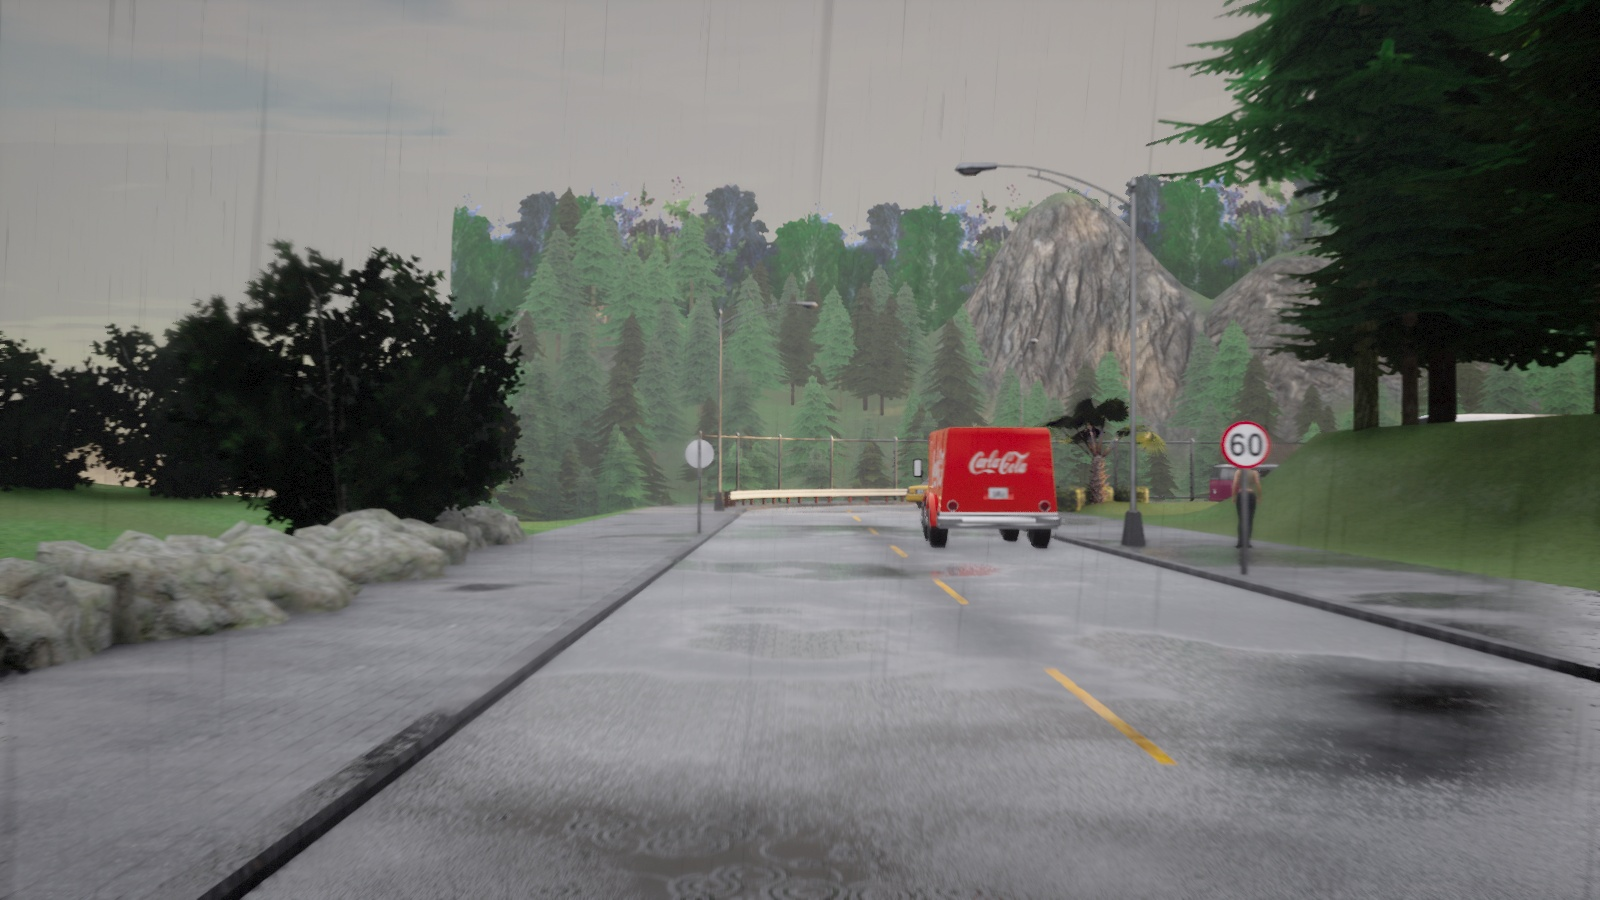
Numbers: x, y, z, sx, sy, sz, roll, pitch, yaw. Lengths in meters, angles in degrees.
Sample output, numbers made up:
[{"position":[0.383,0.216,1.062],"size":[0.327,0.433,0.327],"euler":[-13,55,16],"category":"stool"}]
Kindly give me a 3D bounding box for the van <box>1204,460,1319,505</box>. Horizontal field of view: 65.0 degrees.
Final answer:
[{"position":[20.477,1.450,55.864],"size":[4.442,1.987,1.775],"euler":[0,-1,0],"category":"van"}]

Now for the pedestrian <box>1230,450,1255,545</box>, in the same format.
[{"position":[8.691,0.917,24.651],"size":[0.345,1.836,0.594],"euler":[-1,-1,29],"category":"pedestrian"}]

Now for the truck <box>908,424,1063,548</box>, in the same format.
[{"position":[3.932,0.785,27.730],"size":[2.627,2.467,5.204],"euler":[0,-1,0],"category":"truck"}]

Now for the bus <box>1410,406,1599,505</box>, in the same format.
[{"position":[33.442,0.276,56.184],"size":[10.273,4.253,3.944],"euler":[0,-1,3],"category":"bus"}]

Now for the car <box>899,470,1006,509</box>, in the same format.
[{"position":[6.625,1.662,53.941],"size":[1.801,1.575,5.366],"euler":[-1,-1,42],"category":"car"}]
